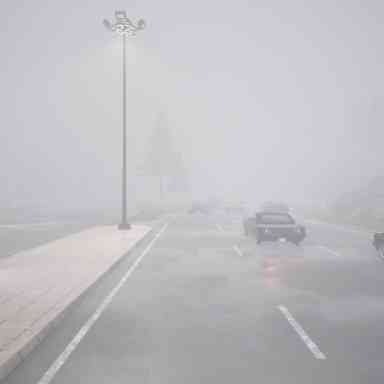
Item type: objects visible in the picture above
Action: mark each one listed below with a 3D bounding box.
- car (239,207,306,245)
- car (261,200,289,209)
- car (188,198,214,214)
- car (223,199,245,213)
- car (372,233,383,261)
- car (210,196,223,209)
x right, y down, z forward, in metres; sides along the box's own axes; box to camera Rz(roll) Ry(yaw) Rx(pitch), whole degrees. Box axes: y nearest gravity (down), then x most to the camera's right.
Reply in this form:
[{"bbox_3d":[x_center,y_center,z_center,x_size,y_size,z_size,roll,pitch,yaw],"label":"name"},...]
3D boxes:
[{"bbox_3d":[3.596,1.601,15.476,1.895,1.301,4.718,0,0,0],"label":"car"},{"bbox_3d":[7.374,1.477,30.017,1.882,1.535,5.008,0,0,3],"label":"car"},{"bbox_3d":[0.867,1.601,34.388,1.895,1.301,4.718,0,0,8],"label":"car"},{"bbox_3d":[4.933,1.601,37.138,1.895,1.301,4.718,0,0,13],"label":"car"},{"bbox_3d":[7.098,1.601,9.266,1.895,1.301,4.718,0,0,0],"label":"car"},{"bbox_3d":[3.289,1.352,44.398,2.097,1.767,4.553,0,0,16],"label":"car"}]
